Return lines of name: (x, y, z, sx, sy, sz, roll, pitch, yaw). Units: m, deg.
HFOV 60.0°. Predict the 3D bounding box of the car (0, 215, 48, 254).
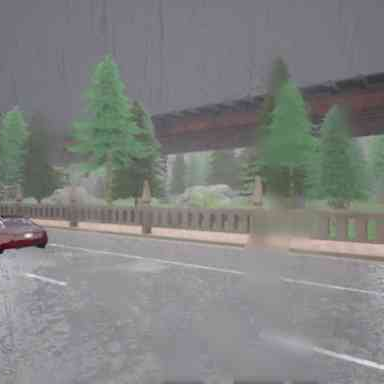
car: (-7.909, 1.655, 13.932, 4.181, 1.385, 1.994, 0, 0, 35)
